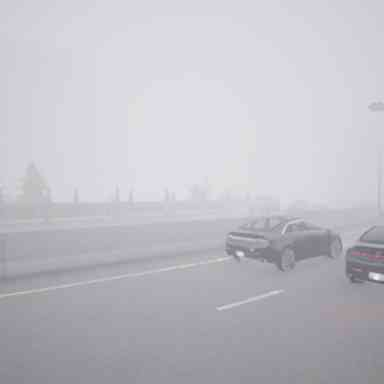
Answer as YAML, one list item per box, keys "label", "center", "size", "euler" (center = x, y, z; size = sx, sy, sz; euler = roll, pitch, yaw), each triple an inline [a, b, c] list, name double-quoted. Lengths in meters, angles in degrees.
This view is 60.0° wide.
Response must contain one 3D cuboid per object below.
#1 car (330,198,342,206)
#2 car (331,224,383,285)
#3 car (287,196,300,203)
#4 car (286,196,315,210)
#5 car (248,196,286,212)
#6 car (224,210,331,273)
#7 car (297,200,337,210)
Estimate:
- label: "car"
  center: [28.700, 1.950, 66.855]
  size: [2.033, 1.411, 5.357]
  euler: [0, 0, 13]
- label: "car"
  center: [5.759, 1.566, 8.684]
  size: [4.892, 1.490, 1.837]
  euler: [0, 0, -41]
- label: "car"
  center: [23.255, 1.593, 76.255]
  size: [1.882, 1.535, 5.008]
  euler: [0, 0, 7]
- label: "car"
  center: [11.923, 1.596, 36.974]
  size: [2.097, 1.767, 4.553]
  euler: [0, -1, 33]
- label: "car"
  center: [8.370, 1.466, 37.861]
  size: [2.150, 2.045, 5.566]
  euler: [0, 0, 34]
- label: "car"
  center: [3.209, 1.565, 11.091]
  size: [4.902, 1.511, 2.128]
  euler: [0, 0, -41]
- label: "car"
  center: [11.495, 1.728, 30.348]
  size: [1.812, 1.442, 4.674]
  euler: [0, 0, 37]
